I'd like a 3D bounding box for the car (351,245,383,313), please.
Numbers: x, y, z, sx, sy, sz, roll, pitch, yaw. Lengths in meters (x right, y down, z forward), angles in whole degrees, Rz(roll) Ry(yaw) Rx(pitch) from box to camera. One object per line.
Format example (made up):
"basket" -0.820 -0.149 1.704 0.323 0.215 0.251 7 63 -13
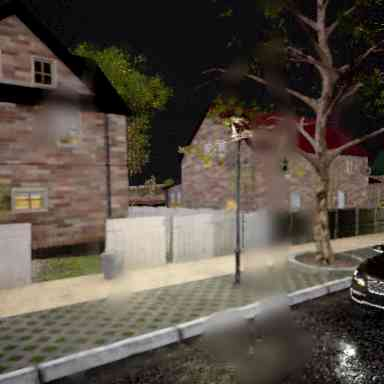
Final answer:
"car" 5.202 1.517 6.851 4.892 1.490 1.837 0 0 -36
